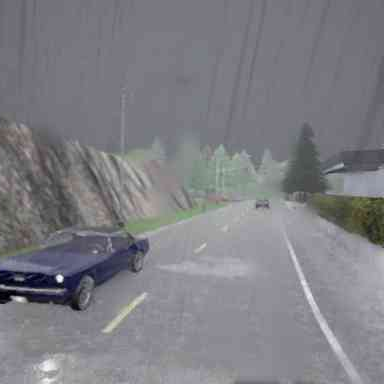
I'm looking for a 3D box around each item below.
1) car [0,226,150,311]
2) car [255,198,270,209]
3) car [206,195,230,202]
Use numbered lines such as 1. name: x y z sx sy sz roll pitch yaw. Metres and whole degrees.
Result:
1. car: -2.566 1.540 7.874 1.895 1.301 4.718 1 0 10
2. car: 9.943 1.593 46.932 2.128 1.511 4.902 1 0 13
3. car: 5.252 1.271 67.933 5.008 1.535 1.882 1 0 13
